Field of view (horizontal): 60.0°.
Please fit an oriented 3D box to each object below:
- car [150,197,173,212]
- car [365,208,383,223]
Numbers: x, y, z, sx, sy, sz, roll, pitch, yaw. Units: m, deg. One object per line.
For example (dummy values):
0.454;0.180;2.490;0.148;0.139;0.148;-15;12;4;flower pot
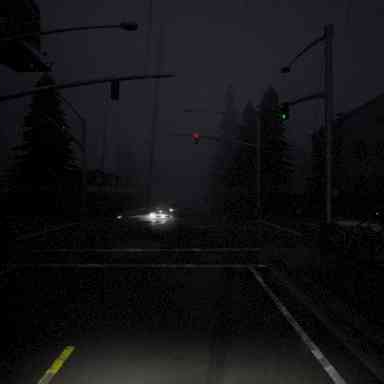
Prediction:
-3.627;1.491;38.102;2.128;1.511;4.902;0;0;0;car
13.858;1.334;21.717;4.674;1.442;1.812;0;0;0;car
